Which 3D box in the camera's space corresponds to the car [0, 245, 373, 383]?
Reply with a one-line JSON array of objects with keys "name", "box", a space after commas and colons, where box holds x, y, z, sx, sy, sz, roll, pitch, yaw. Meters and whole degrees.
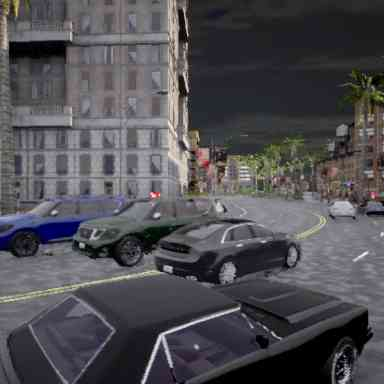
[{"name": "car", "box": [-0.091, 1.598, 3.449, 4.718, 1.301, 1.895, 0, 0, -37]}]

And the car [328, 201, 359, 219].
[{"name": "car", "box": [12.869, 1.508, 28.752, 1.812, 1.442, 4.674, 0, 0, 18]}]

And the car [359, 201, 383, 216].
[{"name": "car", "box": [17.320, 1.545, 32.057, 1.994, 1.385, 4.181, 0, 0, 13]}]

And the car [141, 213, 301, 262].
[{"name": "car", "box": [1.205, 1.498, 9.232, 4.892, 1.490, 1.837, 0, 1, -44]}]

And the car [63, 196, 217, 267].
[{"name": "car", "box": [-1.295, 1.211, 11.760, 2.150, 2.045, 5.566, 1, 0, 45]}]

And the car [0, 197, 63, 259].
[{"name": "car", "box": [-4.968, 1.209, 13.075, 5.566, 2.045, 2.150, 0, 0, -42]}]
